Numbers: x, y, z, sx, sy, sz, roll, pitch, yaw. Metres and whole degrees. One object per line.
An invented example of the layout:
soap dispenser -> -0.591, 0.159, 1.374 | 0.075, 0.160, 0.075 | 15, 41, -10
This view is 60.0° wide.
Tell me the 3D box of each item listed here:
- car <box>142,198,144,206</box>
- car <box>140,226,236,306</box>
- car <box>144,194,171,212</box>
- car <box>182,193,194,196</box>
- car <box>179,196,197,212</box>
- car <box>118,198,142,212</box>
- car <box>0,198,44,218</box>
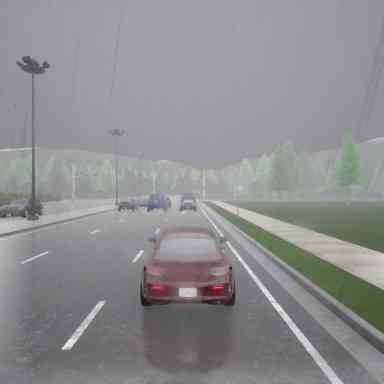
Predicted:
car -> -7.561, 1.564, 49.478 | 1.994, 1.385, 4.181 | 0, 0, -1
car -> -0.094, 1.526, 7.899 | 1.812, 1.442, 4.674 | 0, 0, -1
car -> -3.937, 1.221, 38.902 | 2.150, 2.045, 5.566 | 0, 0, -1
car -> -0.561, 1.221, 49.341 | 2.150, 2.045, 5.566 | 0, 0, -1
car -> -0.441, 1.526, 39.275 | 1.812, 1.442, 4.674 | 0, 0, -1
car -> -7.440, 1.505, 39.129 | 1.837, 1.490, 4.892 | 0, 0, -1
car -> -15.341, 1.352, 30.153 | 2.097, 1.767, 4.553 | 0, 0, -1
